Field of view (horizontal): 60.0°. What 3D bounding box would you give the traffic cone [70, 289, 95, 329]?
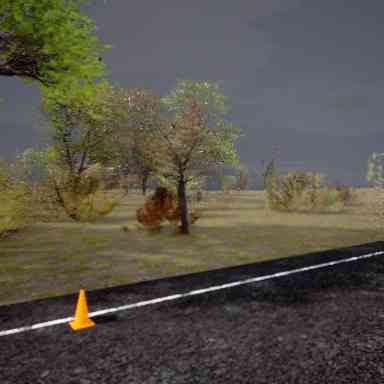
[{"bbox_3d":[-1.866,1.960,5.669,0.340,0.580,0.340,0,0,-35],"label":"traffic cone"}]
